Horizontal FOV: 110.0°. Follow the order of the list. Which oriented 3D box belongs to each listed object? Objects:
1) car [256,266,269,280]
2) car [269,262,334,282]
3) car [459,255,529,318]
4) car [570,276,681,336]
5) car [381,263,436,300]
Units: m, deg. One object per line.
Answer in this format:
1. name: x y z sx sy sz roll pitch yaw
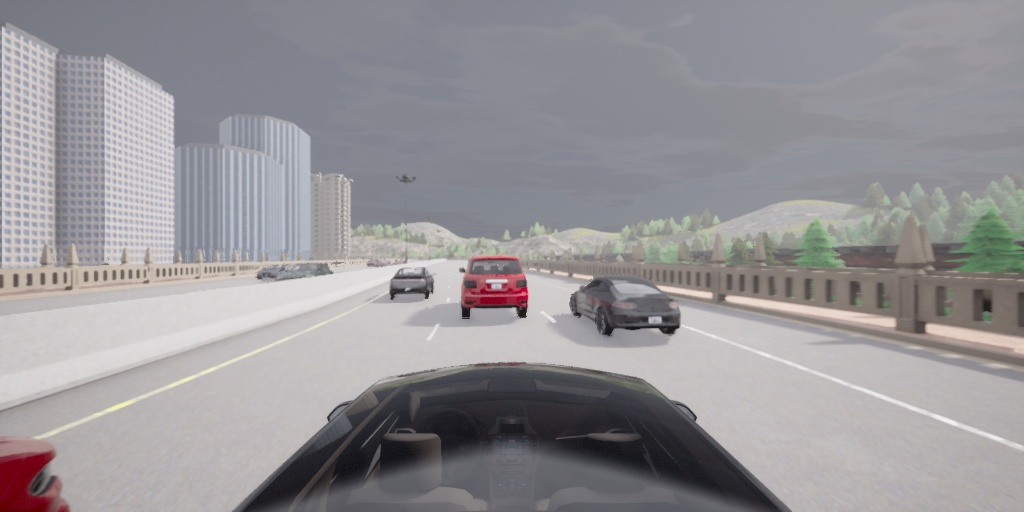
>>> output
1. car: -21.879 1.493 33.432 1.994 1.385 4.181 0 0 -10
2. car: -12.945 1.213 22.730 2.097 1.767 4.553 0 0 -10
3. car: -0.763 1.004 13.329 2.150 2.045 5.566 0 0 -7
4. car: 3.041 1.283 10.343 1.812 1.442 4.674 0 0 -4
5. car: -5.019 1.306 18.455 2.128 1.511 4.902 0 0 -8
